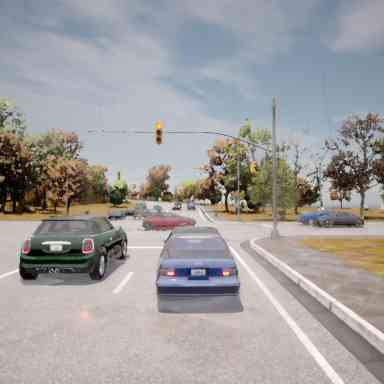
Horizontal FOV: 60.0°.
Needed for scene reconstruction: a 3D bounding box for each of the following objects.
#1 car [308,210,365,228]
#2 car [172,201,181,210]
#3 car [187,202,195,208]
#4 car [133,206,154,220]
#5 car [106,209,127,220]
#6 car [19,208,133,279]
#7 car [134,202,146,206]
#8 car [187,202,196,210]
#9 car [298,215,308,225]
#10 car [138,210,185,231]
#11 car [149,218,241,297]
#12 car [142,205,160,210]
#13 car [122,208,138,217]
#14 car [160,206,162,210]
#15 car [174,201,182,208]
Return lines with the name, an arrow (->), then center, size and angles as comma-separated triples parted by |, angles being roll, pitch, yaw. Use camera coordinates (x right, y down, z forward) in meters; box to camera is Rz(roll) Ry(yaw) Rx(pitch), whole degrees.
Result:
car -> 13.023, 2.453, 29.657 | 4.181, 1.385, 1.994 | 0, -3, -2
car -> -3.636, 3.546, 77.862 | 1.895, 1.301, 4.718 | 0, 0, 0
car -> -0.248, 3.314, 87.985 | 1.994, 1.385, 4.181 | 0, 0, -3
car -> -7.173, 3.163, 47.829 | 2.128, 1.511, 4.902 | 0, -2, 1
car -> -10.715, 3.213, 47.636 | 2.033, 1.411, 5.357 | 0, -2, -3
car -> -3.434, 1.487, 10.543 | 2.097, 1.767, 4.553 | 0, -1, 0
car -> -10.620, 3.211, 68.270 | 2.150, 2.045, 5.566 | 0, 0, 0
car -> -0.135, 3.474, 77.803 | 1.812, 1.442, 4.674 | 0, 0, 0
car -> 13.190, 2.528, 33.151 | 5.008, 1.535, 1.882 | 0, -3, -1
car -> -1.769, 2.283, 25.950 | 4.181, 1.385, 1.994 | 0, -3, 2
car -> 0.077, 1.647, 8.925 | 2.033, 1.411, 5.357 | 0, -1, -1
car -> -7.180, 3.438, 57.720 | 1.812, 1.442, 4.674 | 0, -1, 0
car -> -10.683, 3.510, 57.512 | 1.895, 1.301, 4.718 | 0, -1, 0
car -> -7.131, 3.495, 68.010 | 1.837, 1.490, 4.892 | 0, 0, 0
car -> -3.747, 3.257, 87.894 | 1.837, 1.490, 4.892 | 0, 0, -3
